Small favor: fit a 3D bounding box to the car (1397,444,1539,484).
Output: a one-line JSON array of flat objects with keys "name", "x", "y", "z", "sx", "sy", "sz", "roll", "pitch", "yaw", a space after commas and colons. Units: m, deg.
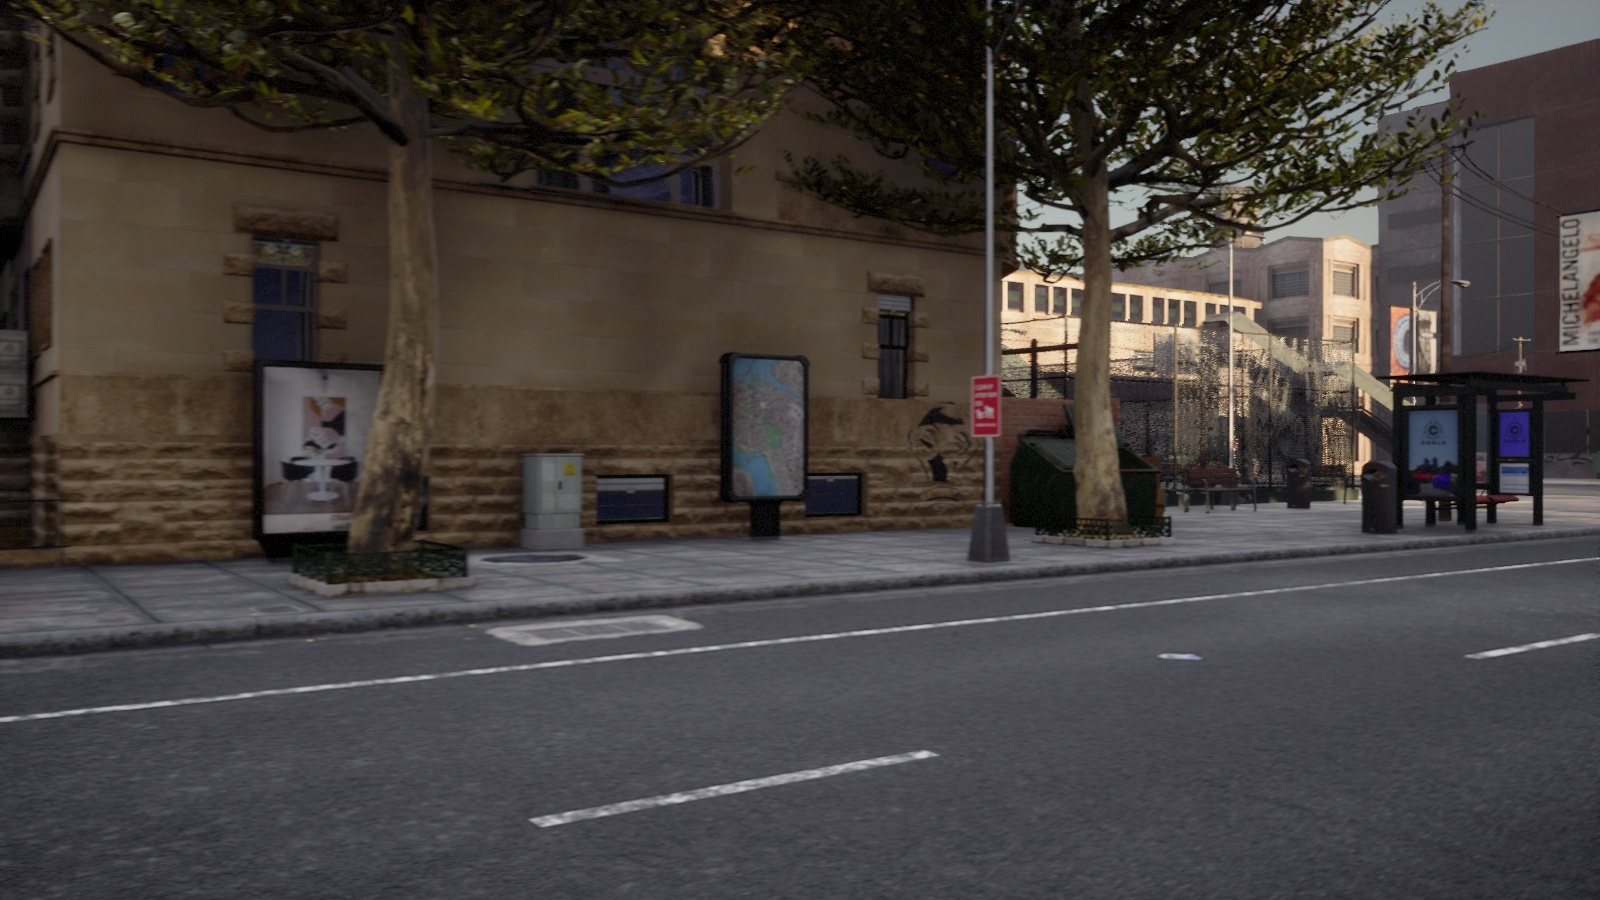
[{"name": "car", "x": 29.091, "y": 0.596, "z": 54.855, "sx": 2.152, "sy": 1.651, "sz": 5.027, "roll": 0, "pitch": 0, "yaw": -34}]
